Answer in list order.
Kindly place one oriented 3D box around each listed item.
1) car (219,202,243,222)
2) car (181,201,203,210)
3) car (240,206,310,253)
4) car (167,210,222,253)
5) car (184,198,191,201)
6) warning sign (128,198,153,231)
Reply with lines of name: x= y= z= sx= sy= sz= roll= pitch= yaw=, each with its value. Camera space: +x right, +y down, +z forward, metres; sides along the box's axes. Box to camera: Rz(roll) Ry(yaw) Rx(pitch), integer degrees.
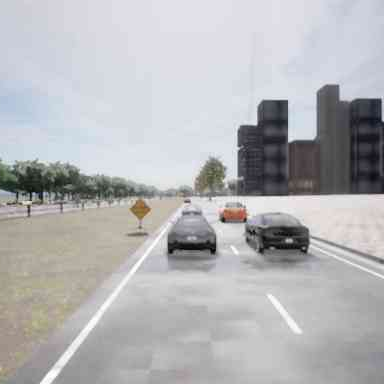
car: x=3.499 y=1.625 z=29.059 sx=2.097 sy=1.767 sz=4.553 roll=0 pitch=-1 yaw=0
car: x=-0.003 y=1.822 z=28.972 sx=2.033 sy=1.411 sz=5.357 roll=0 pitch=-1 yaw=0
car: x=3.505 y=1.617 z=14.459 sx=1.882 sy=1.535 sz=5.008 roll=0 pitch=0 yaw=0
car: x=0.004 y=1.702 z=14.311 sx=1.994 sy=1.385 sz=4.181 roll=0 pitch=0 yaw=0
car: x=-1.234 y=2.395 z=89.630 sx=1.812 sy=1.442 sz=4.674 roll=0 pitch=-1 yaw=0
warning sign: x=-3.048 y=1.302 z=19.629 sx=1.300 sy=1.860 sz=1.060 roll=0 pitch=0 yaw=0
